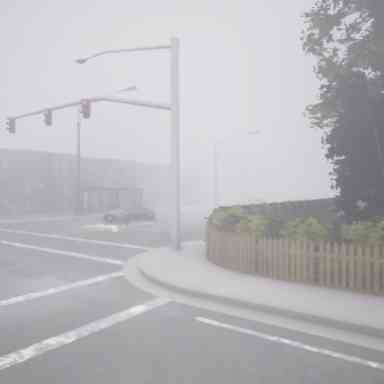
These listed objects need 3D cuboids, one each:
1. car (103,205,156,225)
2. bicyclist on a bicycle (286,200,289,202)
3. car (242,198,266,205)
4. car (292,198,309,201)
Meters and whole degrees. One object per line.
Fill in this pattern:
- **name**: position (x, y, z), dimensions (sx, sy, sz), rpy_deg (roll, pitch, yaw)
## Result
- **car**: position (-4.655, 1.645, 25.126), dimensions (1.994, 1.385, 4.181), rpy_deg (0, 0, 35)
- **bicyclist on a bicycle**: position (6.381, 1.336, 21.712), dimensions (1.656, 1.620, 0.582), rpy_deg (0, 0, 35)
- **car**: position (8.172, 1.589, 43.189), dimensions (1.837, 1.490, 4.892), rpy_deg (0, -1, 36)
- **car**: position (15.671, 1.557, 47.274), dimensions (2.128, 1.511, 4.902), rpy_deg (0, 0, 39)
